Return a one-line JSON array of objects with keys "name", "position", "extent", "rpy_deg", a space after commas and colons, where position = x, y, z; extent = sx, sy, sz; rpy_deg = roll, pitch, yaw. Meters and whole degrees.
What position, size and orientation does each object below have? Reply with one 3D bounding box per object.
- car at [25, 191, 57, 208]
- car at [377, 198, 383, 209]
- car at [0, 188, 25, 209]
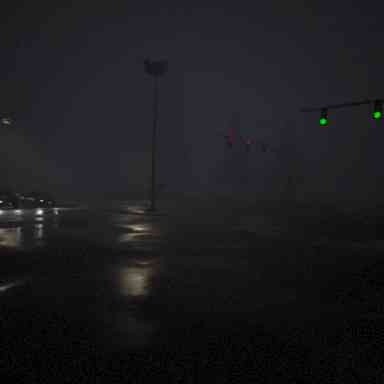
[{"name": "car", "position": [-14.779, 0.654, 32.098], "extent": [4.892, 1.490, 1.837], "rpy_deg": [2, 1, 43]}, {"name": "car", "position": [25.871, 1.456, 43.599], "extent": [1.812, 1.442, 4.674], "rpy_deg": [2, 1, 43]}, {"name": "car", "position": [-16.799, 0.651, 29.184], "extent": [4.892, 1.490, 1.837], "rpy_deg": [2, 1, 43]}]
